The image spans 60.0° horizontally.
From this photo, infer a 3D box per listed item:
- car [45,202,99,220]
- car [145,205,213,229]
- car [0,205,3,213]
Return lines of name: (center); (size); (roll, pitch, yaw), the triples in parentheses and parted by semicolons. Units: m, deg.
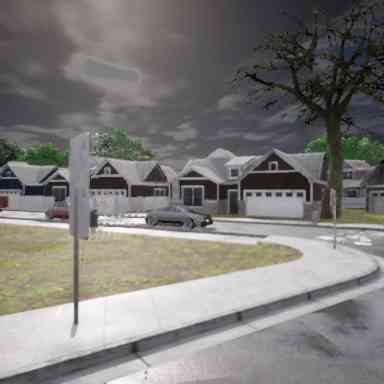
car: (-9.040, 1.453, 25.051); (4.181, 1.385, 1.994); (0, 0, 29)
car: (-0.798, 1.494, 20.411); (4.181, 1.385, 1.994); (0, 0, 30)
car: (-19.642, 1.438, 30.684); (4.718, 1.301, 1.895); (0, 0, 28)
